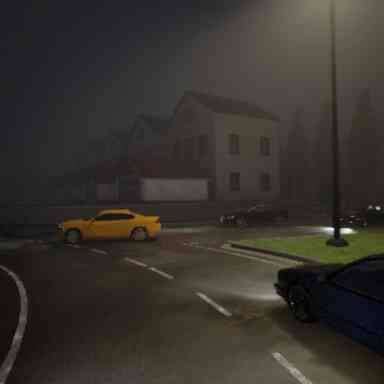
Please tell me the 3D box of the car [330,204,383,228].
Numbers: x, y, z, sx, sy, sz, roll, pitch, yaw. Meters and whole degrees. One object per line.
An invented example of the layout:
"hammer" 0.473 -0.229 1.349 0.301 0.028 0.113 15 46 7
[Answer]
"car" 10.822 1.461 21.267 4.181 1.385 1.994 -1 0 -28

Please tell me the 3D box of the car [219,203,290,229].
"car" 4.139 1.516 22.080 4.902 1.511 2.128 -1 0 -22

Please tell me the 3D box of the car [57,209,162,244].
"car" -4.025 1.626 16.476 5.008 1.535 1.882 -1 0 -7

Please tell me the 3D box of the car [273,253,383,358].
"car" 3.151 1.510 4.364 2.033 1.411 5.357 -1 0 -16
